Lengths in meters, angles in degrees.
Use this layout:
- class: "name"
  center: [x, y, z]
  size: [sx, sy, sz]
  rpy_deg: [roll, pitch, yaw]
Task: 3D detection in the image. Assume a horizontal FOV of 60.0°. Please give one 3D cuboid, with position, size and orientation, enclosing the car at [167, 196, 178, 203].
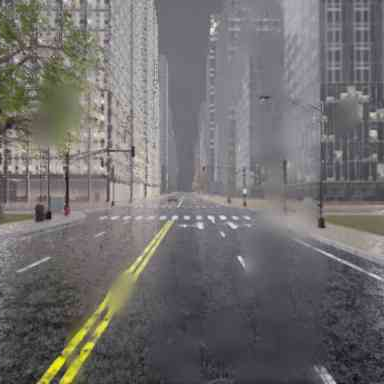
- class: "car"
  center: [-3.994, 1.480, 69.029]
  size: [1.994, 1.385, 4.181]
  rpy_deg: [0, 0, -1]
